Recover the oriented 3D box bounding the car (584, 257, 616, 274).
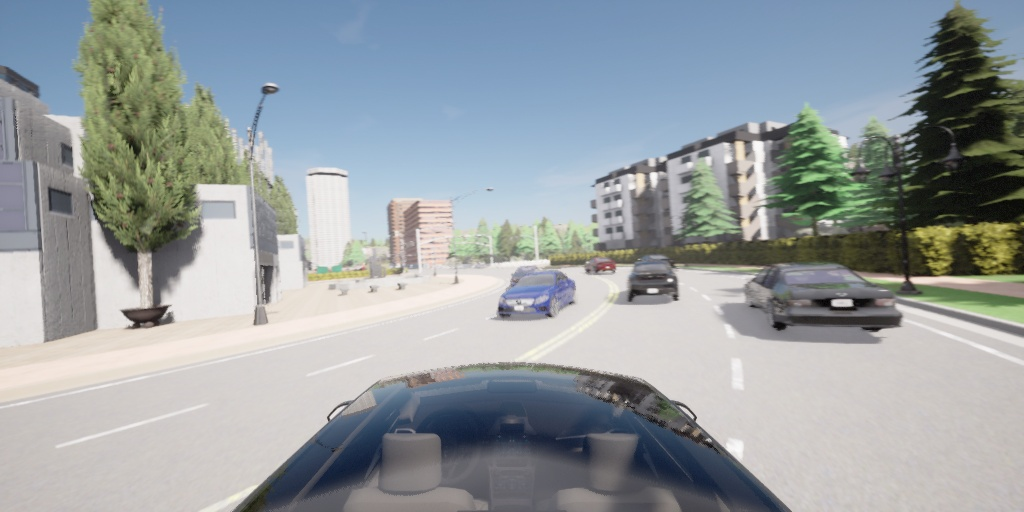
[{"bbox_3d":[8.303,0.873,34.170,1.882,1.535,5.008,-4,0,-4],"label":"car"}]

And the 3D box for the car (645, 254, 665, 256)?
[{"bbox_3d":[11.917,0.599,30.289,1.882,1.535,5.008,-4,0,1],"label":"car"}]

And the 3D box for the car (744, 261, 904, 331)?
[{"bbox_3d":[7.166,0.851,8.897,2.033,1.411,5.357,-4,0,25],"label":"car"}]

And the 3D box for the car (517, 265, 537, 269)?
[{"bbox_3d":[1.111,1.375,25.106,2.033,1.411,5.357,-4,0,8],"label":"car"}]

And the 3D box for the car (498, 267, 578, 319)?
[{"bbox_3d":[1.112,1.273,13.049,1.812,1.442,4.674,-4,0,23],"label":"car"}]

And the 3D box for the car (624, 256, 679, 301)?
[{"bbox_3d":[5.805,0.943,14.982,1.837,1.490,4.892,-3,0,20],"label":"car"}]
